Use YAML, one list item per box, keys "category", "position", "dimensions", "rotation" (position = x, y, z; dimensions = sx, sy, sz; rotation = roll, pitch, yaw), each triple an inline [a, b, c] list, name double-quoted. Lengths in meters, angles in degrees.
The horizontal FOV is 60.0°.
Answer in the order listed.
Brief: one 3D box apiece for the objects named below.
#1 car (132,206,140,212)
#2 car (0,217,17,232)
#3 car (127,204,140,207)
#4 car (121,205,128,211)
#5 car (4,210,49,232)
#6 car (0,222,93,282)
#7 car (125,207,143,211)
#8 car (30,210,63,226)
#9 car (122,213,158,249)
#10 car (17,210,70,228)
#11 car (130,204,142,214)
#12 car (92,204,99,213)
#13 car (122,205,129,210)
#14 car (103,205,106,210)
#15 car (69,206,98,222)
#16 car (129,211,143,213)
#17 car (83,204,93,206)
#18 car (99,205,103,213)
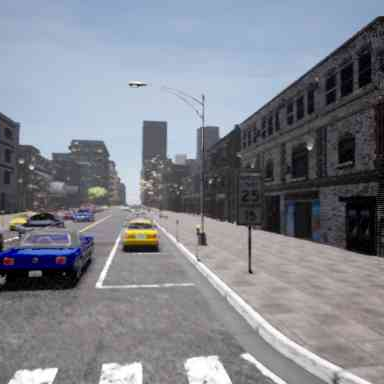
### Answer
- category: "car"
  position: [-13.825, 4.117, 81.646]
  dimensions: [1.887, 1.381, 4.507]
  rotation: [1, -2, -10]
- category: "car"
  position: [-7.322, 1.657, 9.928]
  dimensions: [2.128, 1.511, 4.902]
  rotation: [1, -2, -10]
- category: "car"
  position: [-8.232, 2.950, 49.254]
  dimensions: [1.967, 1.590, 4.097]
  rotation: [1, -2, -10]
- category: "car"
  position: [-16.917, 4.196, 83.655]
  dimensions: [1.895, 1.301, 4.718]
  rotation: [1, -2, -10]
- category: "car"
  position: [-12.695, 2.180, 25.864]
  dimensions: [1.752, 1.417, 4.829]
  rotation: [2, -2, -10]
- category: "car"
  position: [-4.272, 1.819, 10.478]
  dimensions: [1.895, 1.301, 4.718]
  rotation: [1, -2, -10]
- category: "car"
  position: [-6.351, 2.706, 38.351]
  dimensions: [2.008, 1.369, 4.403]
  rotation: [1, -2, -10]
- category: "car"
  position: [-13.667, 2.419, 31.479]
  dimensions: [1.802, 1.307, 4.206]
  rotation: [2, -2, -10]
- category: "car"
  position: [-2.612, 1.977, 16.721]
  dimensions: [1.752, 1.417, 4.829]
  rotation: [1, -2, -10]
- category: "car"
  position: [-9.160, 2.040, 20.647]
  dimensions: [1.812, 1.442, 4.674]
  rotation: [1, -2, -10]
- category: "car"
  position: [-11.055, 3.360, 65.607]
  dimensions: [2.192, 1.841, 5.009]
  rotation: [1, -2, -10]
- category: "car"
  position: [-18.371, 3.041, 58.736]
  dimensions: [2.192, 1.841, 5.009]
  rotation: [2, -2, -10]
- category: "car"
  position: [-18.613, 4.341, 93.484]
  dimensions: [1.837, 1.490, 4.892]
  rotation: [1, -2, -10]
- category: "car"
  position: [-21.198, 3.703, 75.080]
  dimensions: [1.967, 1.590, 4.097]
  rotation: [1, -2, -10]
- category: "car"
  position: [-11.904, 2.561, 36.666]
  dimensions: [1.812, 1.442, 4.674]
  rotation: [1, -2, -10]
- category: "car"
  position: [-3.526, 2.174, 22.002]
  dimensions: [2.008, 1.369, 4.403]
  rotation: [1, -2, -10]
- category: "car"
  position: [-17.404, 3.068, 53.111]
  dimensions: [1.752, 1.417, 4.829]
  rotation: [2, -2, -10]
- category: "car"
  position: [-20.260, 3.665, 69.625]
  dimensions: [1.802, 1.307, 4.206]
  rotation: [1, -2, -10]
